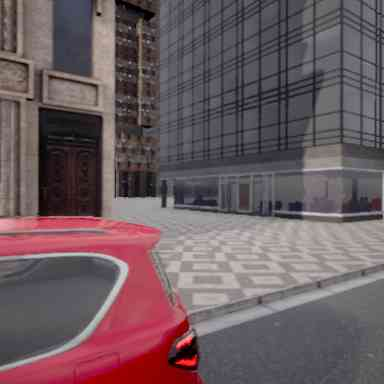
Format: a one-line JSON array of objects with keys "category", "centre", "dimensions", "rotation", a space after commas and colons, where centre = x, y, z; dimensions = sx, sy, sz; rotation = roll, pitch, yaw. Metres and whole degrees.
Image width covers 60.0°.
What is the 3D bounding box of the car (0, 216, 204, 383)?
[{"category": "car", "centre": [-2.507, 1.222, 1.552], "dimensions": [5.566, 2.045, 2.150], "rotation": [0, 0, -35]}]
